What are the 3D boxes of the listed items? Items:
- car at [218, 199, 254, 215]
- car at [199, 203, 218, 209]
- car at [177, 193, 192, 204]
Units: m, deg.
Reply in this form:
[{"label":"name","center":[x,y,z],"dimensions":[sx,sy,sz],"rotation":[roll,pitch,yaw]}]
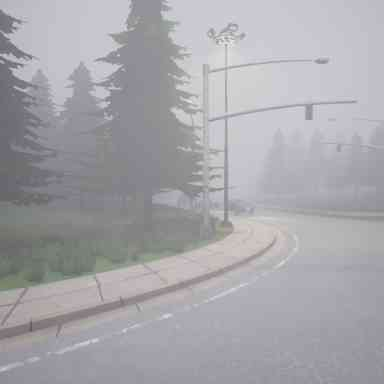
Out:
[{"label":"car","center":[4.735,1.492,34.265],"dimensions":[2.128,1.511,4.902],"rotation":[0,0,-15]},{"label":"car","center":[2.092,1.601,43.907],"dimensions":[1.895,1.301,4.718],"rotation":[0,0,-16]},{"label":"car","center":[-0.830,1.221,54.060],"dimensions":[2.150,2.045,5.566],"rotation":[0,0,-17]}]
